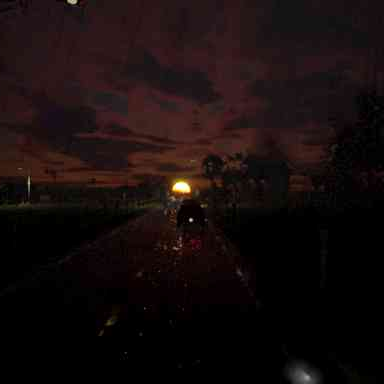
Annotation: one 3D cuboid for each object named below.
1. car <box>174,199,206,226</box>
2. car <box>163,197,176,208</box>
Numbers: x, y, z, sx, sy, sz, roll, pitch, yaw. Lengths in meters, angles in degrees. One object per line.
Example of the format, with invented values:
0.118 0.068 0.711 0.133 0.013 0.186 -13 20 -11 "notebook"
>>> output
-0.088 1.501 23.367 1.837 1.490 4.892 0 0 -1 "car"
-3.214 1.489 49.129 2.128 1.511 4.902 0 0 0 "car"
